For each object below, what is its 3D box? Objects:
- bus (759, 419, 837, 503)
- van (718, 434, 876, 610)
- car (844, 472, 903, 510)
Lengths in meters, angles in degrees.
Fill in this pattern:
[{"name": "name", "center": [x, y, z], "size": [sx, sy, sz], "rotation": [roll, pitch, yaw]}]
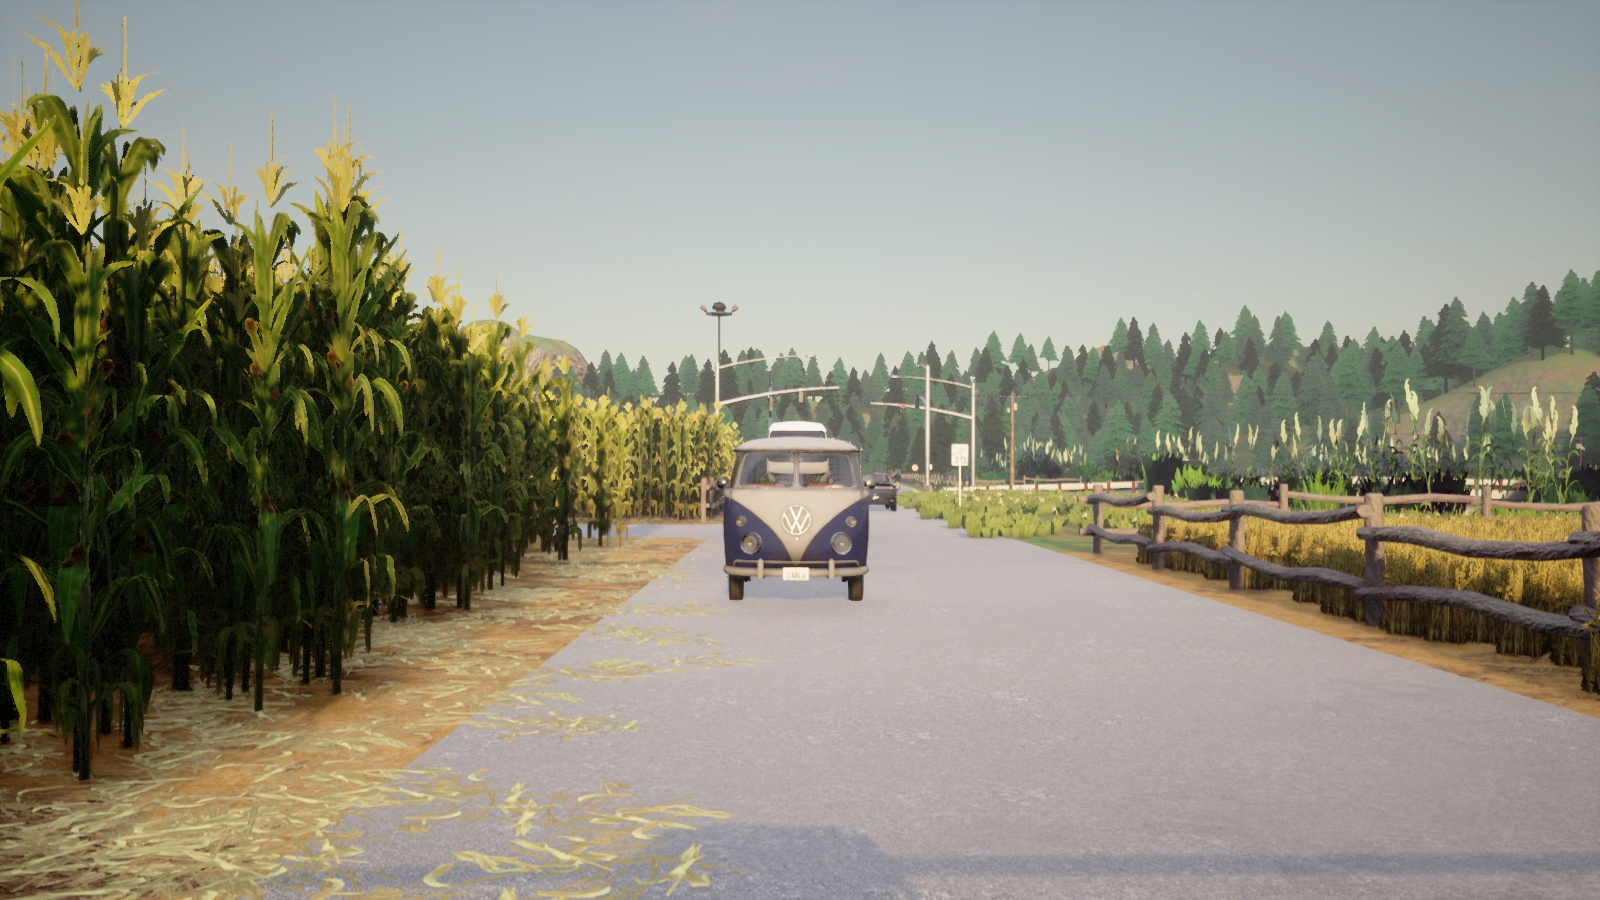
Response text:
[{"name": "bus", "center": [-0.220, 0.632, 68.680], "size": [3.944, 4.253, 10.273], "rotation": [0, -1, -2]}, {"name": "van", "center": [-0.041, 0.854, 16.429], "size": [1.775, 1.987, 4.442], "rotation": [0, -1, 0]}, {"name": "car", "center": [2.973, 1.659, 51.838], "size": [2.128, 1.511, 4.902], "rotation": [0, -1, 0]}]
